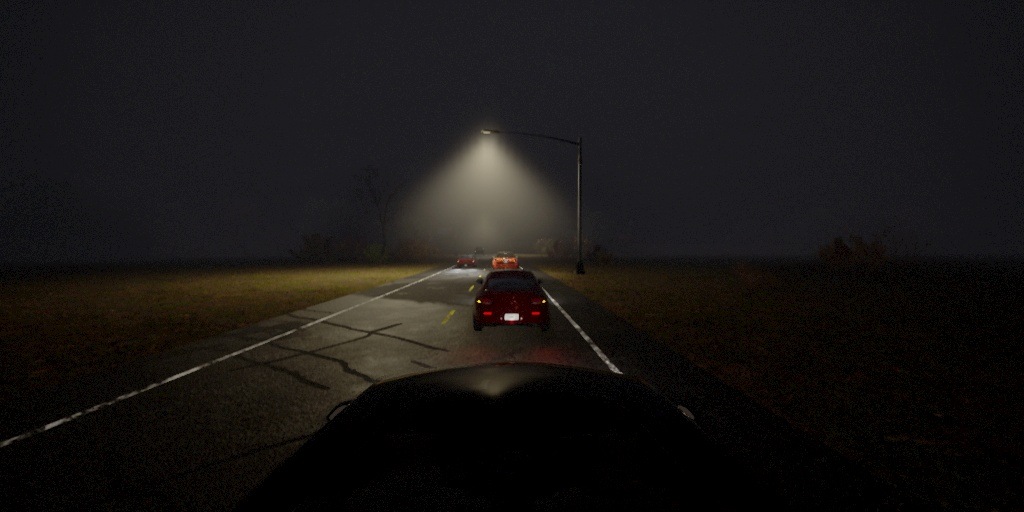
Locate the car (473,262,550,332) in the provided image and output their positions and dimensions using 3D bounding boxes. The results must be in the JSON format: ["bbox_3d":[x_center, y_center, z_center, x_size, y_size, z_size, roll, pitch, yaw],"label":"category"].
[{"bbox_3d":[-0.036,1.077,9.979,1.812,1.442,4.674,0,2,-1],"label":"car"}]

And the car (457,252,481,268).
[{"bbox_3d":[-4.516,0.516,36.467,1.895,1.301,4.718,0,1,-2],"label":"car"}]

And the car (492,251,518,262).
[{"bbox_3d":[-0.568,0.421,30.017,2.097,1.767,4.553,0,1,-2],"label":"car"}]
